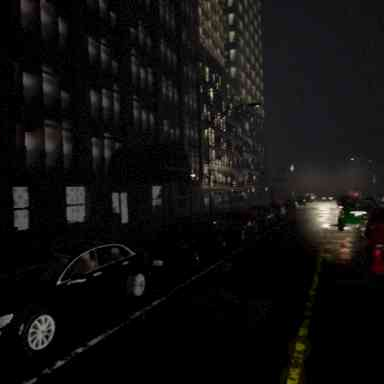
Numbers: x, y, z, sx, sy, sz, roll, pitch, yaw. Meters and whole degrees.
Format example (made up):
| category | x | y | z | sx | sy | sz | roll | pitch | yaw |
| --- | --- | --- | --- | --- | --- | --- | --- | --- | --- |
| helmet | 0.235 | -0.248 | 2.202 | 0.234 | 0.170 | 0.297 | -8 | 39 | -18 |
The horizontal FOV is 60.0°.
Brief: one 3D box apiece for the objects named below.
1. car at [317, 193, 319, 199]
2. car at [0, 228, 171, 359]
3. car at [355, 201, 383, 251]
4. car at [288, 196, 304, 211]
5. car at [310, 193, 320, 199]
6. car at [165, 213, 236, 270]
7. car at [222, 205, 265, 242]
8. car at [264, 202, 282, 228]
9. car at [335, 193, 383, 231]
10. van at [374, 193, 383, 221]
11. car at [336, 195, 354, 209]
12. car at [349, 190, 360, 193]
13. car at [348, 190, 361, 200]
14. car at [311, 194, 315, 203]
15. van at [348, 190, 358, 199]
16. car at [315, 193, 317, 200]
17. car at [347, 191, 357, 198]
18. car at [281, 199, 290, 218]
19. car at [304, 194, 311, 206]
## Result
| category | x | y | z | sx | sy | sz | roll | pitch | yaw |
| --- | --- | --- | --- | --- | --- | --- | --- | --- | --- |
| car | 26.771 | 1.090 | 74.017 | 1.752 | 1.417 | 4.829 | -3 | -1 | 23 |
| car | -2.380 | 1.674 | 6.310 | 2.008 | 1.369 | 4.403 | -3 | -1 | 23 |
| car | 7.640 | 1.301 | 12.914 | 1.882 | 1.535 | 5.008 | -2 | 0 | 23 |
| car | 11.106 | 1.417 | 37.631 | 2.008 | 1.369 | 4.403 | -3 | -1 | 23 |
| car | 31.334 | 1.042 | 84.613 | 1.947 | 1.339 | 4.313 | -3 | -1 | 23 |
| car | -0.131 | 1.647 | 11.530 | 1.947 | 1.339 | 4.313 | -3 | -1 | 23 |
| car | 2.115 | 1.583 | 16.751 | 1.887 | 1.381 | 4.507 | -3 | -1 | 23 |
| car | 4.362 | 1.546 | 21.971 | 2.008 | 1.369 | 4.403 | -3 | -1 | 23 |
| car | 9.572 | 1.147 | 18.718 | 2.097 | 1.767 | 4.553 | -2 | 0 | 32 |
| van | 14.294 | 1.008 | 23.879 | 1.690 | 1.788 | 3.998 | -3 | -1 | 23 |
| car | 18.139 | 1.163 | 39.496 | 1.812 | 1.442 | 4.674 | -2 | 0 | 24 |
| car | 32.273 | 0.637 | 65.641 | 2.192 | 1.841 | 5.009 | -3 | -1 | 23 |
| car | 34.521 | 0.593 | 70.862 | 2.192 | 1.841 | 5.009 | -3 | -1 | 23 |
| car | 20.097 | 1.275 | 58.512 | 1.802 | 1.307 | 4.206 | -3 | -1 | 23 |
| van | 36.769 | 0.576 | 76.081 | 1.690 | 1.788 | 3.998 | -3 | -1 | 23 |
| car | 22.339 | 1.090 | 63.733 | 1.967 | 1.590 | 4.097 | -3 | -1 | 23 |
| car | 39.021 | 0.631 | 81.300 | 1.967 | 1.590 | 4.097 | -3 | -1 | 23 |
| car | 6.612 | 1.534 | 27.191 | 1.802 | 1.307 | 4.206 | -3 | -1 | 23 |
| car | 15.601 | 1.331 | 48.071 | 2.008 | 1.369 | 4.403 | -3 | -1 | 23 |
